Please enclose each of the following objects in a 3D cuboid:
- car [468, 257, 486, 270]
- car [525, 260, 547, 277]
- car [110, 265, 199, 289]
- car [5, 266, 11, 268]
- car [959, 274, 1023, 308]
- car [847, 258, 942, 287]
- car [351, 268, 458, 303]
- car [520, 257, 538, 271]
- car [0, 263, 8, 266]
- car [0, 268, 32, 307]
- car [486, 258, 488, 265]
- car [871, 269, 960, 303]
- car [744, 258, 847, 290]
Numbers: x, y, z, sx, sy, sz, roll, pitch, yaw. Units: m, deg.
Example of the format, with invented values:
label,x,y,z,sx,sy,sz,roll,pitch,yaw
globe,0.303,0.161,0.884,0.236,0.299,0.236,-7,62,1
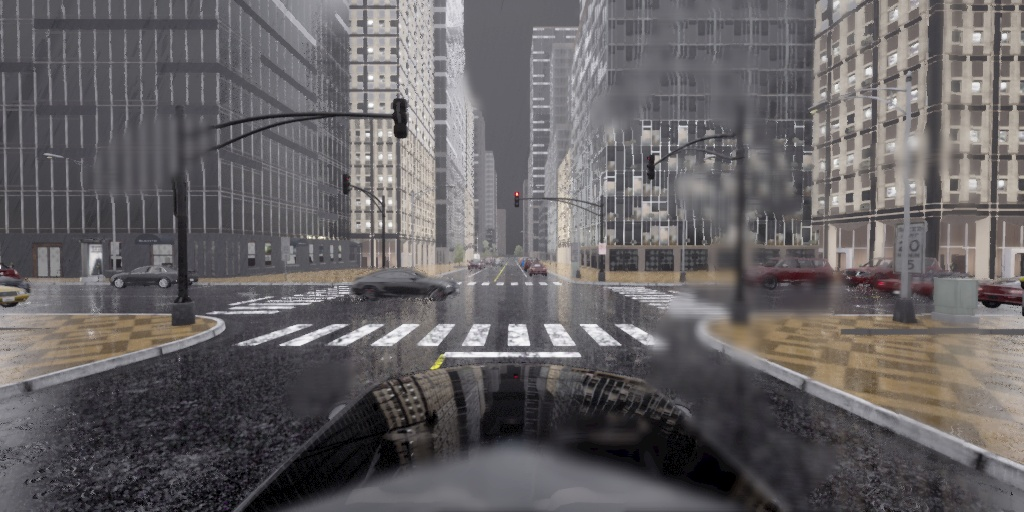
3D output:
label,x,y,z,sx,sy,sz,roll,pitch,yaw
car,-5.292,1.168,52.338,1.967,1.591,4.097,0,0,0
car,2.547,1.319,35.785,1.802,1.307,4.207,0,0,0
car,-21.440,1.204,21.575,4.403,1.370,2.007,0,0,0
car,-24.645,1.298,16.115,4.181,1.385,1.994,0,1,0
car,20.185,1.417,13.513,4.207,1.307,1.802,0,0,0
car,22.902,1.032,21.656,5.009,1.841,2.192,0,0,0
car,-4.779,1.276,16.162,4.674,1.442,1.812,0,0,0
car,2.573,1.046,46.834,2.192,1.841,5.009,0,0,0
car,-32.556,1.078,21.484,4.097,1.591,1.967,0,0,0
car,-21.256,1.301,13.437,4.829,1.417,1.751,0,0,0
car,-5.290,1.307,57.862,1.802,1.307,4.207,0,0,0
car,19.659,1.395,16.195,4.718,1.301,1.895,0,1,0
car,16.570,1.024,21.645,5.009,1.841,2.192,0,0,0
